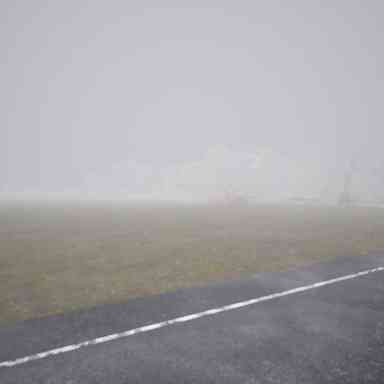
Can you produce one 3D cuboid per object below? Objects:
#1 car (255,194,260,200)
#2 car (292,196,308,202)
[{"bbox_3d":[14.748,1.161,81.721,1.812,1.442,4.674,0,0,-33],"label":"car"},{"bbox_3d":[22.171,1.406,70.178,1.895,1.301,4.718,0,0,-33],"label":"car"}]
